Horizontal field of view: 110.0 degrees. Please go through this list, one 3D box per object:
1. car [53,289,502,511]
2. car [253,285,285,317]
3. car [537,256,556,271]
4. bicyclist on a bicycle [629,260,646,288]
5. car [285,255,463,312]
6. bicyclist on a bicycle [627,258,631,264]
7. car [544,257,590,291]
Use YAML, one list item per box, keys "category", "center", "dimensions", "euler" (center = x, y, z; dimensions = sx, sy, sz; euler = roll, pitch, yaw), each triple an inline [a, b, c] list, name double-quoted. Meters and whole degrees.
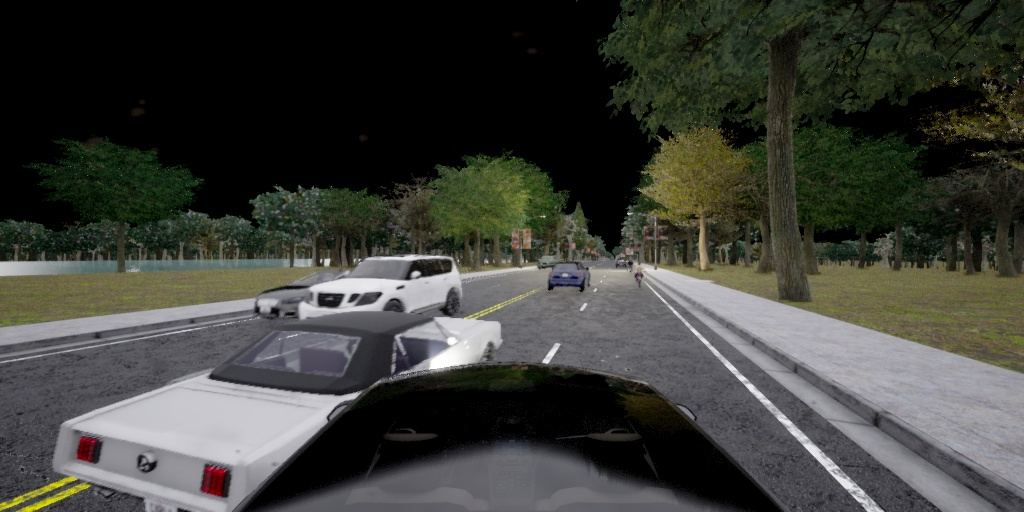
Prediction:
- category: "car"
  center: [-1.643, 1.351, 4.459]
  dimensions: [1.895, 1.301, 4.718]
  euler: [0, 0, 17]
- category: "car"
  center: [-6.250, 1.242, 12.449]
  dimensions: [2.128, 1.511, 4.902]
  euler: [0, 0, 17]
- category: "car"
  center: [5.097, 0.984, 50.505]
  dimensions: [2.150, 2.045, 5.566]
  euler: [0, 0, 17]
- category: "bicyclist on a bicycle"
  center: [8.026, 1.192, 22.669]
  dimensions: [0.866, 1.612, 1.509]
  euler: [0, 0, 16]
- category: "car"
  center: [-3.386, 0.972, 10.681]
  dimensions: [2.150, 2.045, 5.566]
  euler: [0, 0, 17]
- category: "bicyclist on a bicycle"
  center: [12.741, 1.130, 38.559]
  dimensions: [0.659, 1.776, 1.843]
  euler: [0, 0, 17]
- category: "car"
  center: [3.602, 1.107, 22.055]
  dimensions: [2.097, 1.767, 4.553]
  euler: [0, 0, 17]
